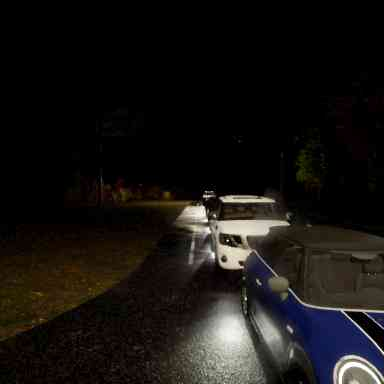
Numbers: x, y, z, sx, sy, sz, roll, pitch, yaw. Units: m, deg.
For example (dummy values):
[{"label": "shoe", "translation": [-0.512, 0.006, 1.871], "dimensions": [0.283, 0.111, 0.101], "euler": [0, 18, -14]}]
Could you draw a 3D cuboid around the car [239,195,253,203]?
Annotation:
[{"label": "car", "translation": [9.904, 1.247, 60.962], "dimensions": [1.994, 1.385, 4.181], "euler": [0, 0, 1]}]

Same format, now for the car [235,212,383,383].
[{"label": "car", "translation": [1.940, 1.338, 4.143], "dimensions": [2.097, 1.767, 4.553], "euler": [0, 0, 0]}]

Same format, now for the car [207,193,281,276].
[{"label": "car", "translation": [1.727, 1.160, 10.489], "dimensions": [2.150, 2.045, 5.566], "euler": [0, 0, 1]}]

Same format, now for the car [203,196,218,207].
[{"label": "car", "translation": [2.646, 1.314, 47.994], "dimensions": [1.994, 1.385, 4.181], "euler": [0, 0, 2]}]

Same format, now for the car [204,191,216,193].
[{"label": "car", "translation": [2.833, 0.938, 54.427], "dimensions": [2.150, 2.045, 5.566], "euler": [0, 0, 2]}]

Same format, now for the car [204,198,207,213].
[{"label": "car", "translation": [2.012, 1.380, 23.076], "dimensions": [1.837, 1.490, 4.892], "euler": [0, 0, 1]}]

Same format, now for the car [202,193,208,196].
[{"label": "car", "translation": [2.460, 1.275, 41.585], "dimensions": [2.128, 1.511, 4.902], "euler": [0, 0, 2]}]

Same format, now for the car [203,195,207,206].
[{"label": "car", "translation": [2.158, 1.322, 29.330], "dimensions": [1.882, 1.535, 5.008], "euler": [0, 0, 1]}]

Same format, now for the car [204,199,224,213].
[{"label": "car", "translation": [2.303, 1.415, 35.419], "dimensions": [1.895, 1.301, 4.718], "euler": [0, 0, 1]}]
